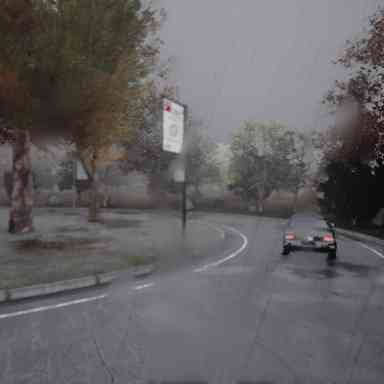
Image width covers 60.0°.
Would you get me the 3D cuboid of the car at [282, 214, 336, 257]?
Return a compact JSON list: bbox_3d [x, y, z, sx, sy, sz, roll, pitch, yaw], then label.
[{"bbox_3d":[4.582,1.568,13.160,2.033,1.411,5.357,1,0,19],"label":"car"}]
